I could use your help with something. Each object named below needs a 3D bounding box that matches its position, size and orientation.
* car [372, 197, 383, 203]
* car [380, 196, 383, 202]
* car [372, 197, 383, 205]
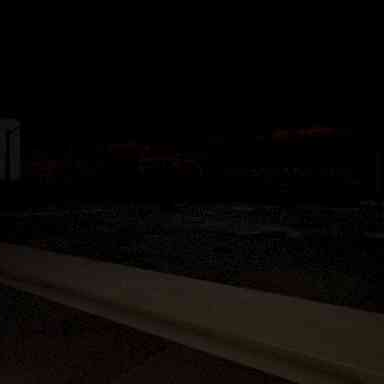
[{"bbox_3d":[37.470,1.566,65.428,1.853,1.218,4.536,1,1,6],"label":"car"},{"bbox_3d":[48.533,1.726,80.652,4.974,1.542,2.038,1,1,-4],"label":"car"},{"bbox_3d":[37.462,1.724,65.378,2.038,1.542,4.974,1,1,6],"label":"car"}]
